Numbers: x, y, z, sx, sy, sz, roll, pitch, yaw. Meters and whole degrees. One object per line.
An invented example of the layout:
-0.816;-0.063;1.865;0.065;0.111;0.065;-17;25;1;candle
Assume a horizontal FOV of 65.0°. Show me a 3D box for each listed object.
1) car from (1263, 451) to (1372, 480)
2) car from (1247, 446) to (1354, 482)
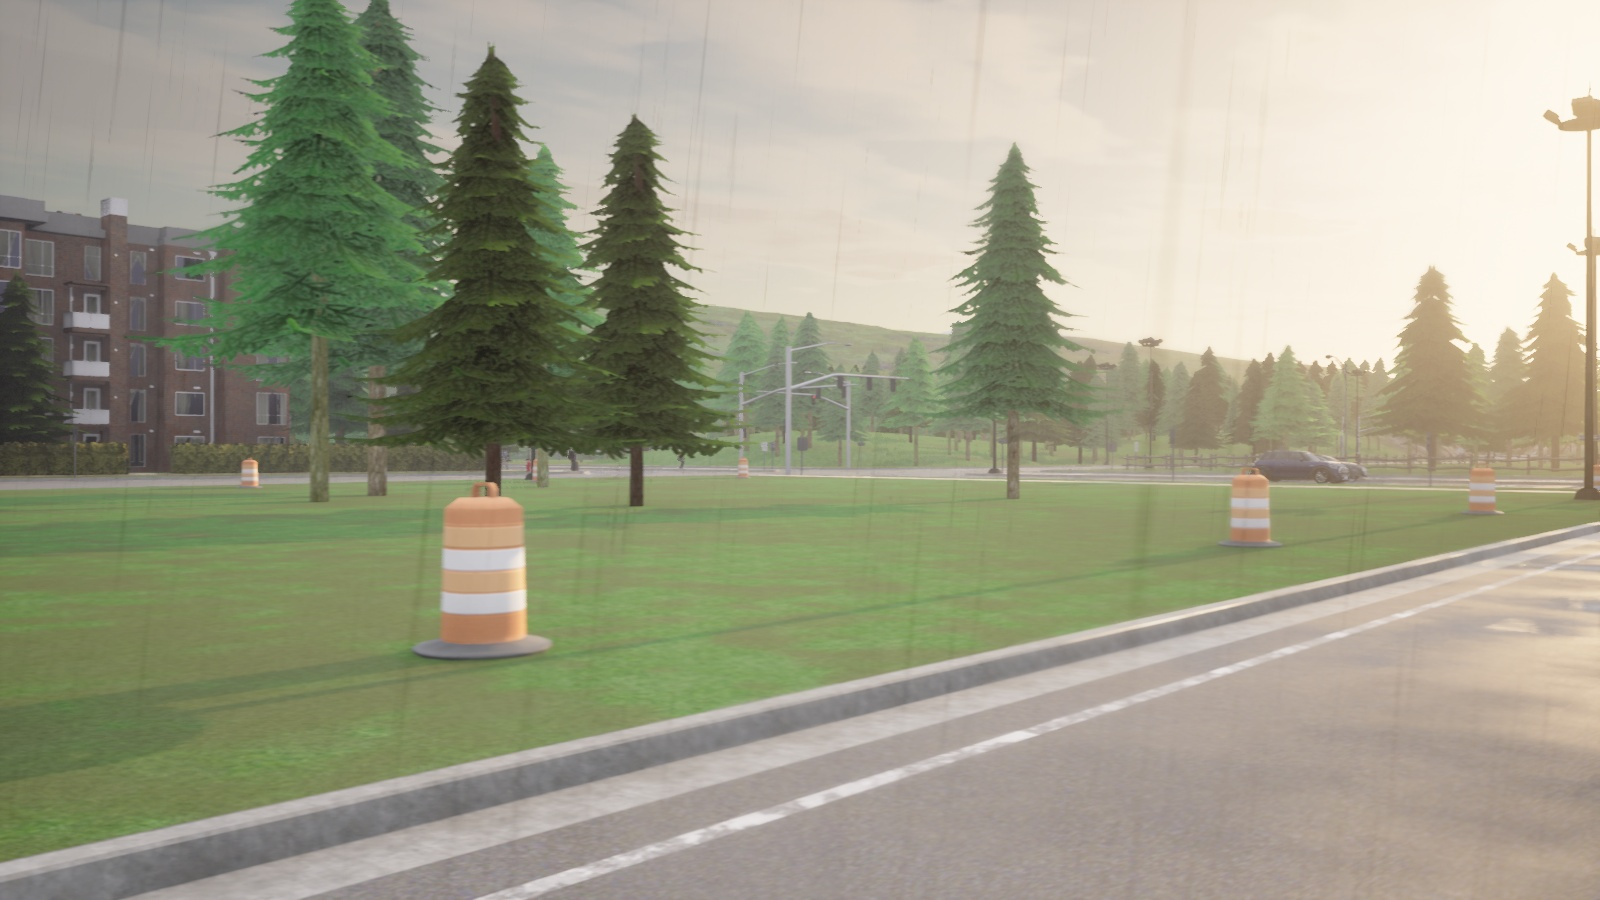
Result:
27.293;0.801;66.366;4.902;1.511;2.128;0;0;42;car
25.279;0.702;63.468;4.553;1.767;2.097;0;0;42;car
